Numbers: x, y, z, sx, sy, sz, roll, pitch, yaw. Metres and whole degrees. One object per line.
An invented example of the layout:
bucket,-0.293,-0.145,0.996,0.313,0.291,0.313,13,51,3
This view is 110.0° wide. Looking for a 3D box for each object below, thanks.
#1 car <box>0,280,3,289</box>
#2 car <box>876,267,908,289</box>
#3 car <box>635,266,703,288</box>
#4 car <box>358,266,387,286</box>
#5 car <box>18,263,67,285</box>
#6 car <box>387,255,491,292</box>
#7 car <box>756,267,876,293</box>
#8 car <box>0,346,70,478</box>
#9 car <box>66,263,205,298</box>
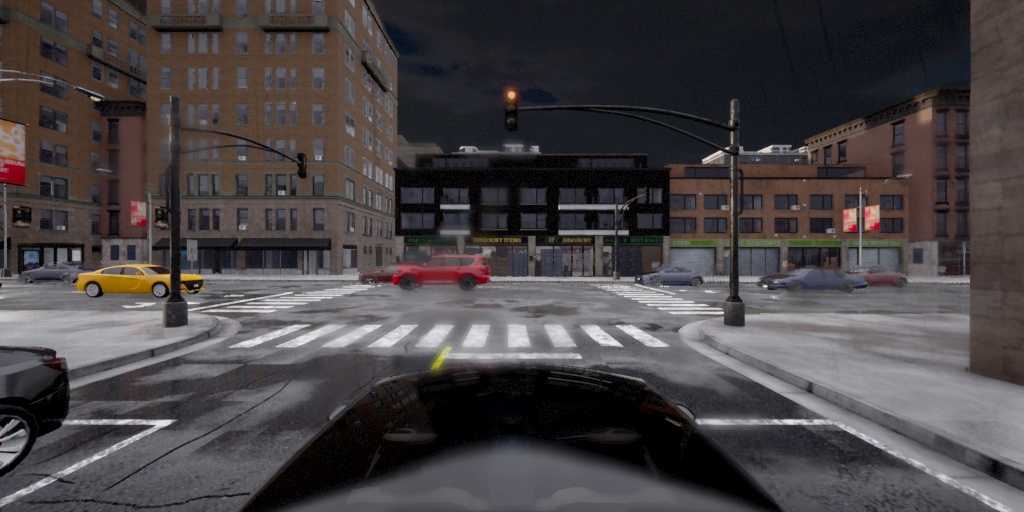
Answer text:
car,-27.848,1.150,17.310,4.674,1.442,1.812,0,0,0
car,23.933,1.444,24.255,4.181,1.385,1.994,0,0,0
car,10.537,1.374,24.192,4.181,1.385,1.994,0,0,0
car,-7.830,1.244,24.094,4.674,1.442,1.812,0,0,0
car,-29.956,1.179,23.997,4.181,1.385,1.994,0,0,0
car,-3.987,0.958,20.872,5.566,2.045,2.150,0,0,0
car,17.478,1.393,20.977,5.357,1.411,2.033,0,0,0
car,-5.387,1.316,1.866,1.948,1.339,4.313,0,0,0
car,-17.782,1.149,17.356,5.008,1.535,1.882,0,0,0
